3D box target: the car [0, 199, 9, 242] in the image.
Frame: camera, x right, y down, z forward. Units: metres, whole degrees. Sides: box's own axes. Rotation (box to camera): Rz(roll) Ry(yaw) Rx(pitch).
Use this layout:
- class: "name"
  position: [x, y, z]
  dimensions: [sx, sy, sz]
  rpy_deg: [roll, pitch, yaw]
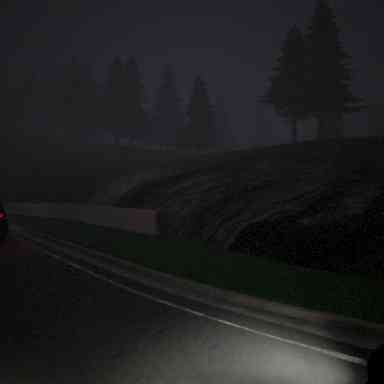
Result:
- class: "car"
  position: [-10.149, 1.183, 15.407]
  dimensions: [2.150, 2.045, 5.566]
  rpy_deg: [0, 0, -40]

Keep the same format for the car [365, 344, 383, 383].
- class: "car"
  position: [3.441, 1.531, 1.608]
  dimensions: [4.674, 1.442, 1.812]
  rpy_deg: [0, 0, 36]
